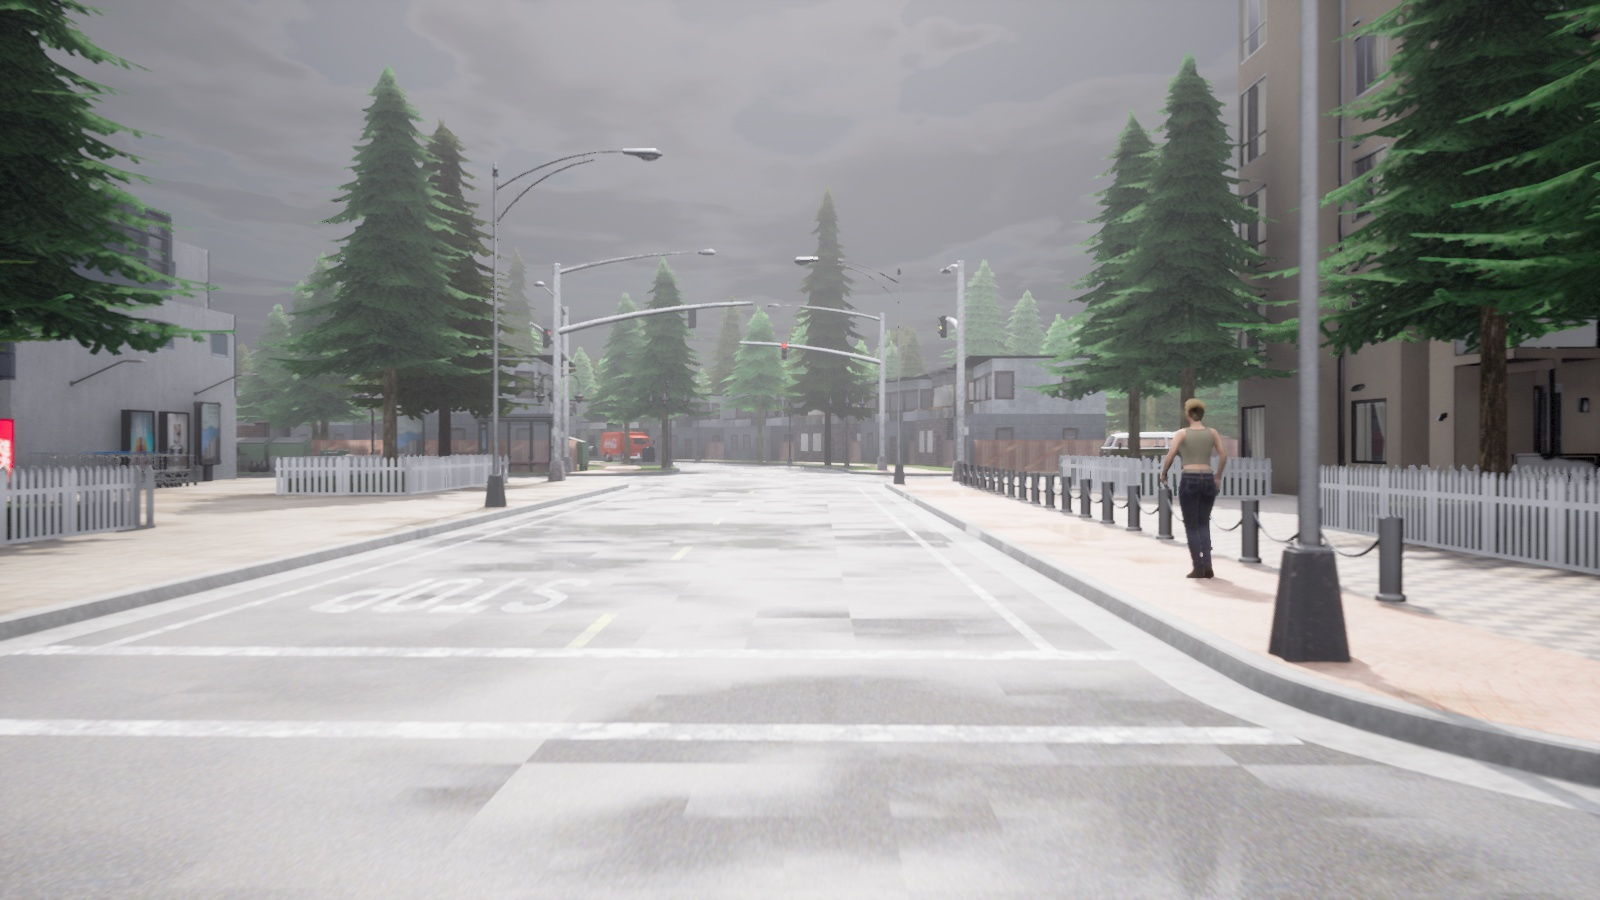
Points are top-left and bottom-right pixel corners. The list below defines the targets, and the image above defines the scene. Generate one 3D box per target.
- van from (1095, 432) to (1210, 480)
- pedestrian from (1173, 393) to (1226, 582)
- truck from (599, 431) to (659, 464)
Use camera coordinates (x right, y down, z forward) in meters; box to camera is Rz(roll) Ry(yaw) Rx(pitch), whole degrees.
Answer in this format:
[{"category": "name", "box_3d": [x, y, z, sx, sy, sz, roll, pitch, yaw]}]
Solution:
[{"category": "van", "box_3d": [15.340, 0.244, 54.820, 4.480, 2.038, 2.069, 0, 0, 2]}, {"category": "pedestrian", "box_3d": [3.973, 0.362, 12.510, 0.345, 1.836, 0.594, 0, 0, 1]}, {"category": "truck", "box_3d": [-13.352, -0.198, 97.693, 2.627, 2.467, 5.204, 0, 0, -34]}]
